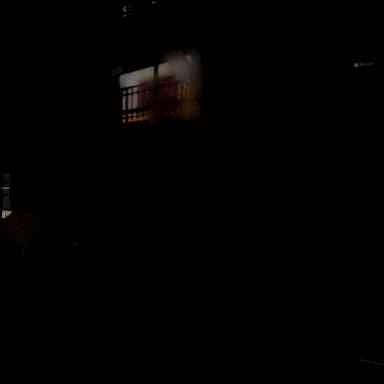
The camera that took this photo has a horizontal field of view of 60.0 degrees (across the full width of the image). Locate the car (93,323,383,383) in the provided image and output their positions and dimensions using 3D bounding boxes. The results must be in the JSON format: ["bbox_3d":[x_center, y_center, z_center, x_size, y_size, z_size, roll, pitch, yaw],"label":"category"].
[{"bbox_3d":[1.123,1.551,1.869,4.403,1.369,2.008,0,1,36],"label":"car"}]

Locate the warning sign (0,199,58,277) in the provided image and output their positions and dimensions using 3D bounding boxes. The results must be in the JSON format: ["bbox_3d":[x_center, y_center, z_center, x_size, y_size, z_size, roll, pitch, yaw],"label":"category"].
[{"bbox_3d":[-4.471,1.130,8.844,1.060,1.860,1.300,1,0,35],"label":"warning sign"}]
